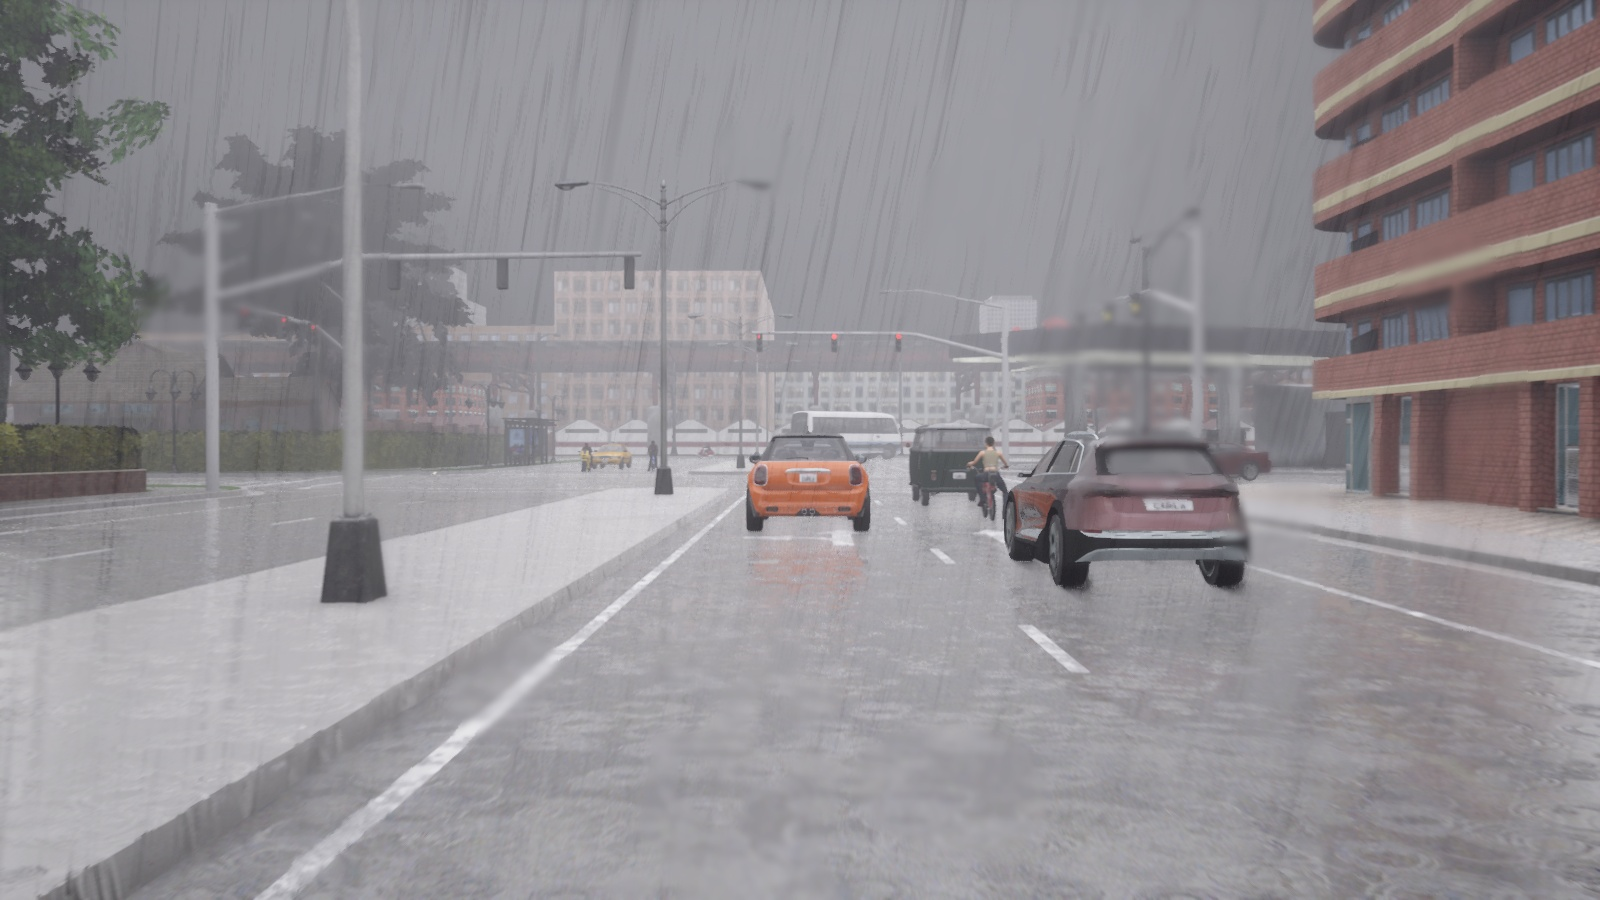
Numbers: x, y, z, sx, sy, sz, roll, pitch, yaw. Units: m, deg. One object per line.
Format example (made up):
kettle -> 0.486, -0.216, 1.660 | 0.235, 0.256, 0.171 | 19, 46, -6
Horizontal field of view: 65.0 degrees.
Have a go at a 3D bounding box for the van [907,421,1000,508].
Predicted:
van -> 3.692, 0.328, 30.907 | 1.775, 1.987, 4.442 | 0, 0, 0

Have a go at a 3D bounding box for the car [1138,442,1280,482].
car -> 16.109, 0.457, 49.629 | 5.008, 1.535, 1.882 | 0, 0, -2

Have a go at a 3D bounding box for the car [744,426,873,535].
car -> 0.144, 0.477, 22.697 | 2.097, 1.767, 4.553 | 0, 0, 0

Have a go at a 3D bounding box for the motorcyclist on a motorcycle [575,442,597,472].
motorcyclist on a motorcycle -> -11.130, 0.351, 65.463 | 0.797, 1.523, 2.044 | 0, 0, 0

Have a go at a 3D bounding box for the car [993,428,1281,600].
car -> 3.598, 0.598, 14.442 | 2.033, 1.649, 4.856 | 0, 0, 0

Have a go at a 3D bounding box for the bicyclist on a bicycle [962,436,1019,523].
bicyclist on a bicycle -> 3.654, 0.549, 24.203 | 0.866, 1.612, 1.509 | 0, 0, 0

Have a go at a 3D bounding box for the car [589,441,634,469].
car -> -11.064, 0.259, 74.028 | 1.801, 1.575, 5.366 | 0, 0, 0
